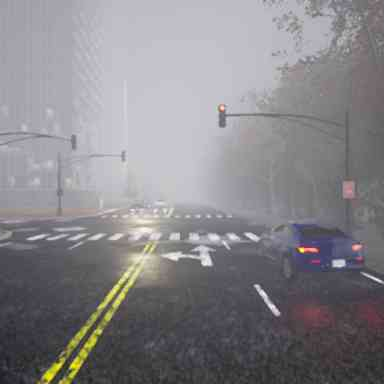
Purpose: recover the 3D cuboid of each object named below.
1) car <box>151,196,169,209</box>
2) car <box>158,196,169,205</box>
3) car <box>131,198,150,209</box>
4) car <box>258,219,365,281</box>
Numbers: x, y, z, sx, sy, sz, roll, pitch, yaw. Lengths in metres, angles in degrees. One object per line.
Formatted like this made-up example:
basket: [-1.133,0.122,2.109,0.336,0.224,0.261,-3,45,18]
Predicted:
car: [-4.781,1.776,50.343,1.812,1.442,4.674,0,0,-3]
car: [-5.716,1.691,66.343,2.097,1.767,4.553,0,0,-4]
car: [-8.016,1.797,50.039,2.033,1.411,5.357,0,0,-3]
car: [3.285,1.536,9.935,1.812,1.442,4.674,-3,-2,-2]
